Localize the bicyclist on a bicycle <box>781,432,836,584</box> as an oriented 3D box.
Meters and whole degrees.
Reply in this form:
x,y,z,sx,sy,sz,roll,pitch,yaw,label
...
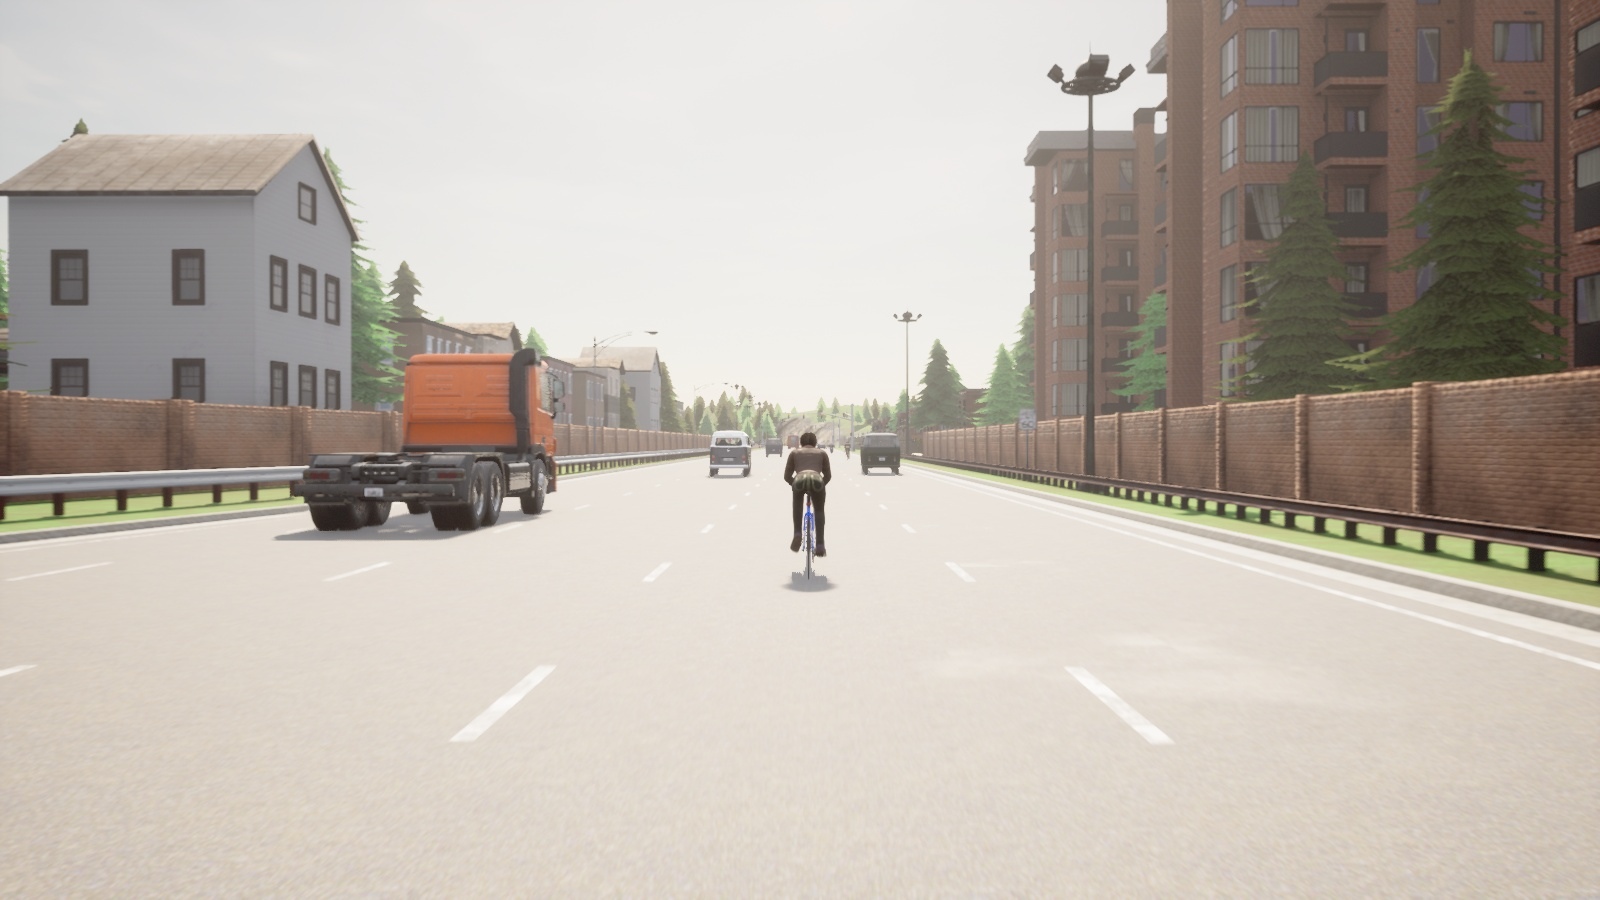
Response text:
x,y,z,sx,sy,sz,roll,pitch,yaw,label
0.096,0.620,14.215,0.582,1.620,1.656,0,0,0,bicyclist on a bicycle

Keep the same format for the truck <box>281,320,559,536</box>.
x,y,z,sx,sy,sz,roll,pitch,yaw,label
-6.847,-0.376,24.101,2.891,3.462,7.936,0,0,0,truck

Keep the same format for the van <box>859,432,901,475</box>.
x,y,z,sx,sy,sz,roll,pitch,yaw,label
3.862,0.161,60.954,1.775,1.987,4.442,0,0,0,van

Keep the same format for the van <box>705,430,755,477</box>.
x,y,z,sx,sy,sz,roll,pitch,yaw,label
-3.159,0.145,57.576,2.069,2.038,4.480,0,0,0,van
